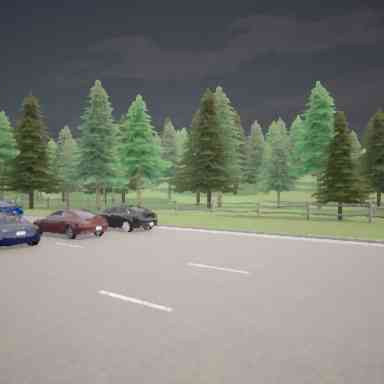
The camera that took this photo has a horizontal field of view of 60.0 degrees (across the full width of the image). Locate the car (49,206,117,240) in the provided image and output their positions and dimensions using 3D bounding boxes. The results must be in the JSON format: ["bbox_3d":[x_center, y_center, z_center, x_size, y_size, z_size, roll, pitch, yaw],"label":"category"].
[{"bbox_3d":[-6.236,1.530,16.916,4.674,1.442,1.812,0,0,36],"label":"car"}]

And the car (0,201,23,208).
[{"bbox_3d":[-16.415,1.482,28.476,5.008,1.535,1.882,0,0,36],"label":"car"}]

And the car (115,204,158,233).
[{"bbox_3d":[-4.204,1.514,19.765,4.892,1.490,1.837,0,0,36],"label":"car"}]

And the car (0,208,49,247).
[{"bbox_3d":[-8.269,1.570,14.066,4.181,1.385,1.994,0,0,36],"label":"car"}]
